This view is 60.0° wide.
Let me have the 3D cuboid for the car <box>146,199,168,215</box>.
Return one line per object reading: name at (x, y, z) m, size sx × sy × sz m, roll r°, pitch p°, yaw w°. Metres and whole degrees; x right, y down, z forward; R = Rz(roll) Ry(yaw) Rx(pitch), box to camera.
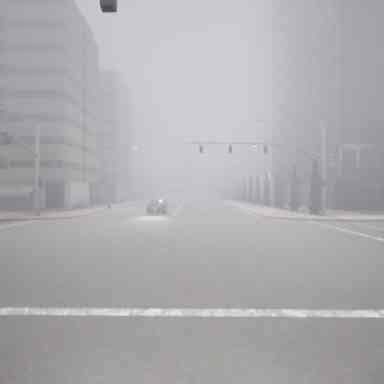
car at (-3.505, 1.469, 33.866) m, size 2.128 × 1.511 × 4.902 m, roll 0°, pitch 0°, yaw 0°
